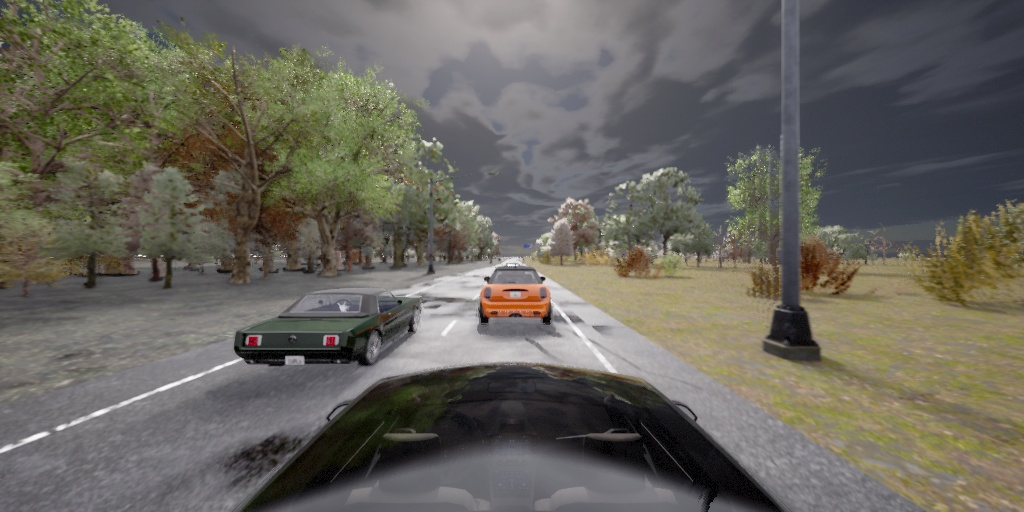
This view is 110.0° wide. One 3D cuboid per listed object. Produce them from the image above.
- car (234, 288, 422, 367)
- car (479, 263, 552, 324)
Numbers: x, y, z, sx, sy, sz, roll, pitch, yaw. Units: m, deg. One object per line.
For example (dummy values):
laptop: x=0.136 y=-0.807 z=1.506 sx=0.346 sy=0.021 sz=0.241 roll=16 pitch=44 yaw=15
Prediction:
car: x=-3.404 y=1.352 z=7.848 sx=1.895 sy=1.301 sz=4.718 roll=0 pitch=0 yaw=0
car: x=0.096 y=1.104 z=12.180 sx=2.097 sy=1.767 sz=4.553 roll=0 pitch=0 yaw=0
